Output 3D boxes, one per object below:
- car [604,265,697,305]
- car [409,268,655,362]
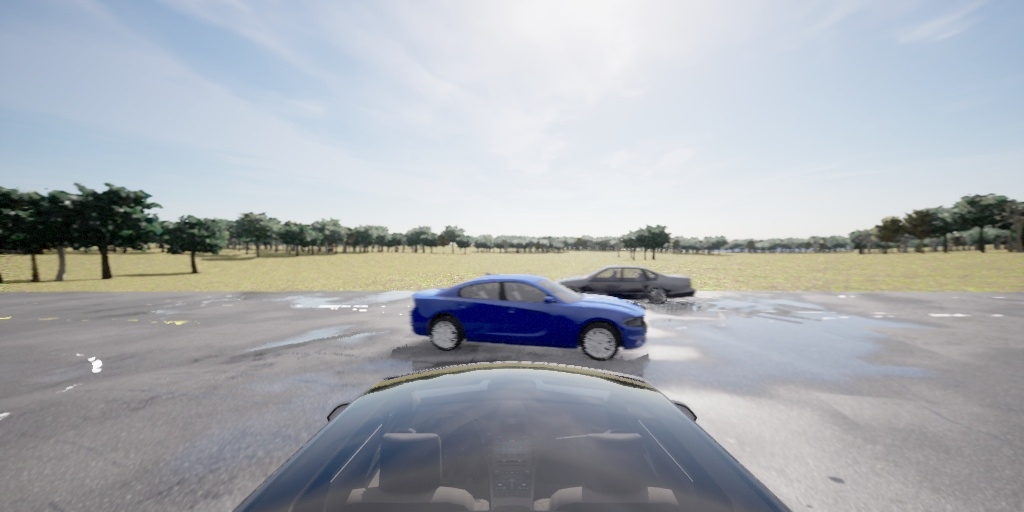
[{"bbox_3d":[4.136,1.077,14.007,5.357,1.411,2.033,-1,1,14],"label":"car"},{"bbox_3d":[0.259,1.136,7.785,5.008,1.535,1.882,0,1,14],"label":"car"}]
